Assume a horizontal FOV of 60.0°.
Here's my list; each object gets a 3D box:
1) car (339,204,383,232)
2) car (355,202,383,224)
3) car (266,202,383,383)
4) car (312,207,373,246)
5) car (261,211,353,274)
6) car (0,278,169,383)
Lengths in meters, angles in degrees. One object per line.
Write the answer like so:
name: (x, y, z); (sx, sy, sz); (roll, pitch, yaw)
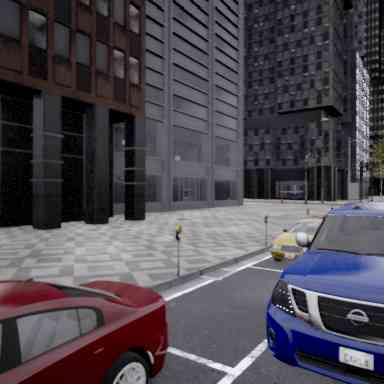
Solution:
car: (10.655, 1.542, 20.752); (1.887, 1.381, 4.507); (0, 0, 35)
car: (13.831, 1.542, 25.273); (1.887, 1.381, 4.507); (0, 0, 35)
car: (3.142, 1.221, 5.407); (2.150, 2.045, 5.566); (0, 0, 35)
car: (7.480, 1.543, 16.230); (1.887, 1.381, 4.507); (0, 0, 35)
car: (4.206, 1.525, 11.570); (1.752, 1.417, 4.829); (0, 0, 35)
car: (-2.048, 1.546, 2.666); (1.887, 1.381, 4.507); (0, 0, 35)
